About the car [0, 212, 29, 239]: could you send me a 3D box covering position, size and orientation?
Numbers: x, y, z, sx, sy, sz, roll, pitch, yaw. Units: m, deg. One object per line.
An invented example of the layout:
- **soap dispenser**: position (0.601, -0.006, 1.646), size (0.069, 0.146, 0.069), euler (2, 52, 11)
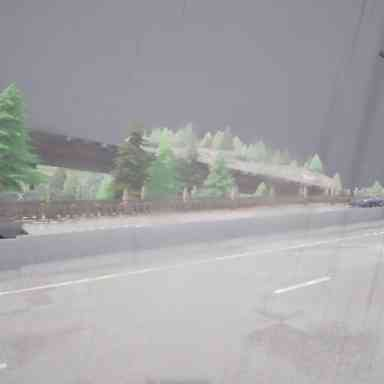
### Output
- **car**: position (-8.163, 1.480, 11.064), size (4.902, 1.511, 2.128), euler (0, 0, -35)

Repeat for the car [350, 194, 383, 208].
- **car**: position (21.351, 1.067, 40.682), size (4.553, 1.767, 2.097), euler (-1, 0, -35)

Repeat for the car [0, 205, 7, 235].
- **car**: position (-12.219, 1.494, 16.769), size (4.892, 1.490, 1.837), euler (0, 0, -35)

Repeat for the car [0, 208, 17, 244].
- **car**: position (-10.101, 1.514, 13.981), size (4.674, 1.442, 1.812), euler (0, 0, -35)
